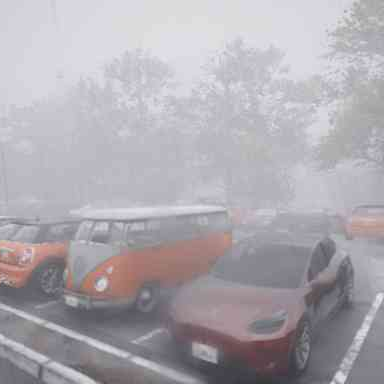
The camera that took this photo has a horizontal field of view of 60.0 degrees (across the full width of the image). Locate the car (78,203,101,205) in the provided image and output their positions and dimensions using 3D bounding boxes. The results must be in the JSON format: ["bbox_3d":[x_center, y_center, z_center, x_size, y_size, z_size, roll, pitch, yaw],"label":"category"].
[{"bbox_3d":[-6.644,1.675,28.069,2.097,1.535,5.008,0,0,36],"label":"car"}]

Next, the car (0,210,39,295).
[{"bbox_3d":[-2.974,1.452,9.278,2.185,1.767,4.553,-1,0,36],"label":"car"}]

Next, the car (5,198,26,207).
[{"bbox_3d":[-15.711,1.496,34.545,2.435,2.045,5.566,0,0,36],"label":"car"}]

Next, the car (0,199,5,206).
[{"bbox_3d":[-17.846,1.762,36.343,1.946,1.575,5.366,0,0,36],"label":"car"}]

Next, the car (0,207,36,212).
[{"bbox_3d":[-9.739,1.638,14.173,2.097,1.535,5.008,0,0,36],"label":"car"}]

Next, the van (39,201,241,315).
[{"bbox_3d":[-0.816,1.332,7.621,1.878,1.987,4.442,0,0,36],"label":"van"}]

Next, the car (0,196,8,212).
[{"bbox_3d":[-27.093,1.546,42.796,2.435,2.045,5.566,0,0,36],"label":"car"}]

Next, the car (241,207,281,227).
[{"bbox_3d":[4.661,1.618,19.940,2.002,1.452,4.674,-1,0,36],"label":"car"}]

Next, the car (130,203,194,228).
[{"bbox_3d":[-2.110,1.667,24.838,2.163,1.488,4.792,0,0,36],"label":"car"}]

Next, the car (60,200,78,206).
[{"bbox_3d":[-8.907,1.734,29.693,2.002,1.452,4.674,0,0,36],"label":"car"}]

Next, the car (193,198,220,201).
[{"bbox_3d":[2.379,1.472,21.539,2.185,1.767,4.553,-1,0,36],"label":"car"}]

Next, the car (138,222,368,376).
[{"bbox_3d":[1.548,1.565,6.030,2.163,1.488,4.792,-1,0,36],"label":"car"}]

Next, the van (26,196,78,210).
[{"bbox_3d":[-13.500,1.504,32.847,1.878,1.987,4.442,0,0,36],"label":"van"}]

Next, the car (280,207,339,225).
[{"bbox_3d":[6.917,1.557,18.308,2.097,1.535,5.008,-1,0,36],"label":"car"}]

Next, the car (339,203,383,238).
[{"bbox_3d":[9.162,1.410,16.662,2.185,1.767,4.553,-1,0,36],"label":"car"}]

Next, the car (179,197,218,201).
[{"bbox_3d":[0.119,1.367,23.166,2.435,2.045,5.566,0,0,36],"label":"car"}]
